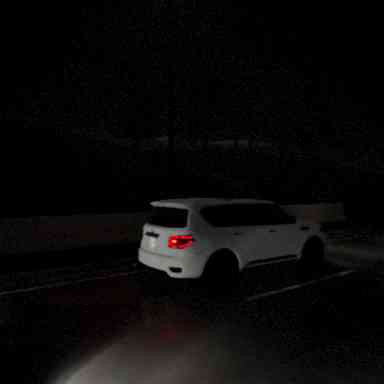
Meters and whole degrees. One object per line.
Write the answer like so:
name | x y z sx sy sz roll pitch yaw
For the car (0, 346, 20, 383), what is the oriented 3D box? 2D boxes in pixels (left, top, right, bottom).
car | -3.527 1.565 1.229 5.357 1.411 2.033 -1 0 -35

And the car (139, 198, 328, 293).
car | 1.302 1.173 8.968 5.566 2.045 2.150 -1 0 -35
